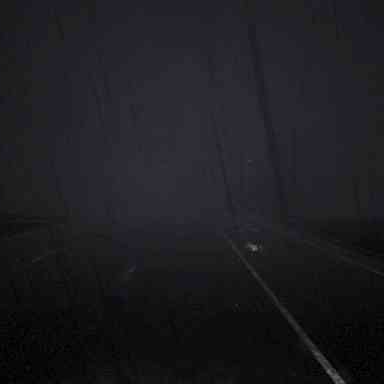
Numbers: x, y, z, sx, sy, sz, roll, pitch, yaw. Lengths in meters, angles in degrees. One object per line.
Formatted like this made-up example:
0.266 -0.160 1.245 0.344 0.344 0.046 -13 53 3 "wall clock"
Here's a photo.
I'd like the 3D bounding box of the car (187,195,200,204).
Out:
-0.025 1.512 69.073 2.097 1.767 4.553 0 0 0 "car"
